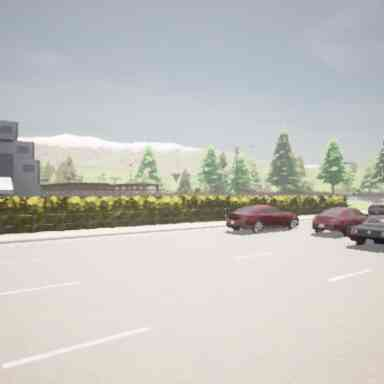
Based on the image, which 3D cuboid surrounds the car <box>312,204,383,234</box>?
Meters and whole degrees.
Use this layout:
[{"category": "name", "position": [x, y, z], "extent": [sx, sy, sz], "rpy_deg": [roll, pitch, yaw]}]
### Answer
[{"category": "car", "position": [8.532, 1.582, 18.449], "extent": [4.674, 1.442, 1.812], "rpy_deg": [0, 0, -36]}]

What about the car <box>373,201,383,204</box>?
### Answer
[{"category": "car", "position": [17.721, 1.594, 30.402], "extent": [4.902, 1.511, 2.128], "rpy_deg": [0, 0, -43]}]

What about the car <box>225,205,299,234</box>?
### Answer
[{"category": "car", "position": [4.241, 1.525, 19.677], "extent": [5.008, 1.535, 1.882], "rpy_deg": [0, 0, -35]}]

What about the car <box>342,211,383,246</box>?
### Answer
[{"category": "car", "position": [8.771, 1.650, 14.306], "extent": [4.718, 1.301, 1.895], "rpy_deg": [0, 0, -35]}]
